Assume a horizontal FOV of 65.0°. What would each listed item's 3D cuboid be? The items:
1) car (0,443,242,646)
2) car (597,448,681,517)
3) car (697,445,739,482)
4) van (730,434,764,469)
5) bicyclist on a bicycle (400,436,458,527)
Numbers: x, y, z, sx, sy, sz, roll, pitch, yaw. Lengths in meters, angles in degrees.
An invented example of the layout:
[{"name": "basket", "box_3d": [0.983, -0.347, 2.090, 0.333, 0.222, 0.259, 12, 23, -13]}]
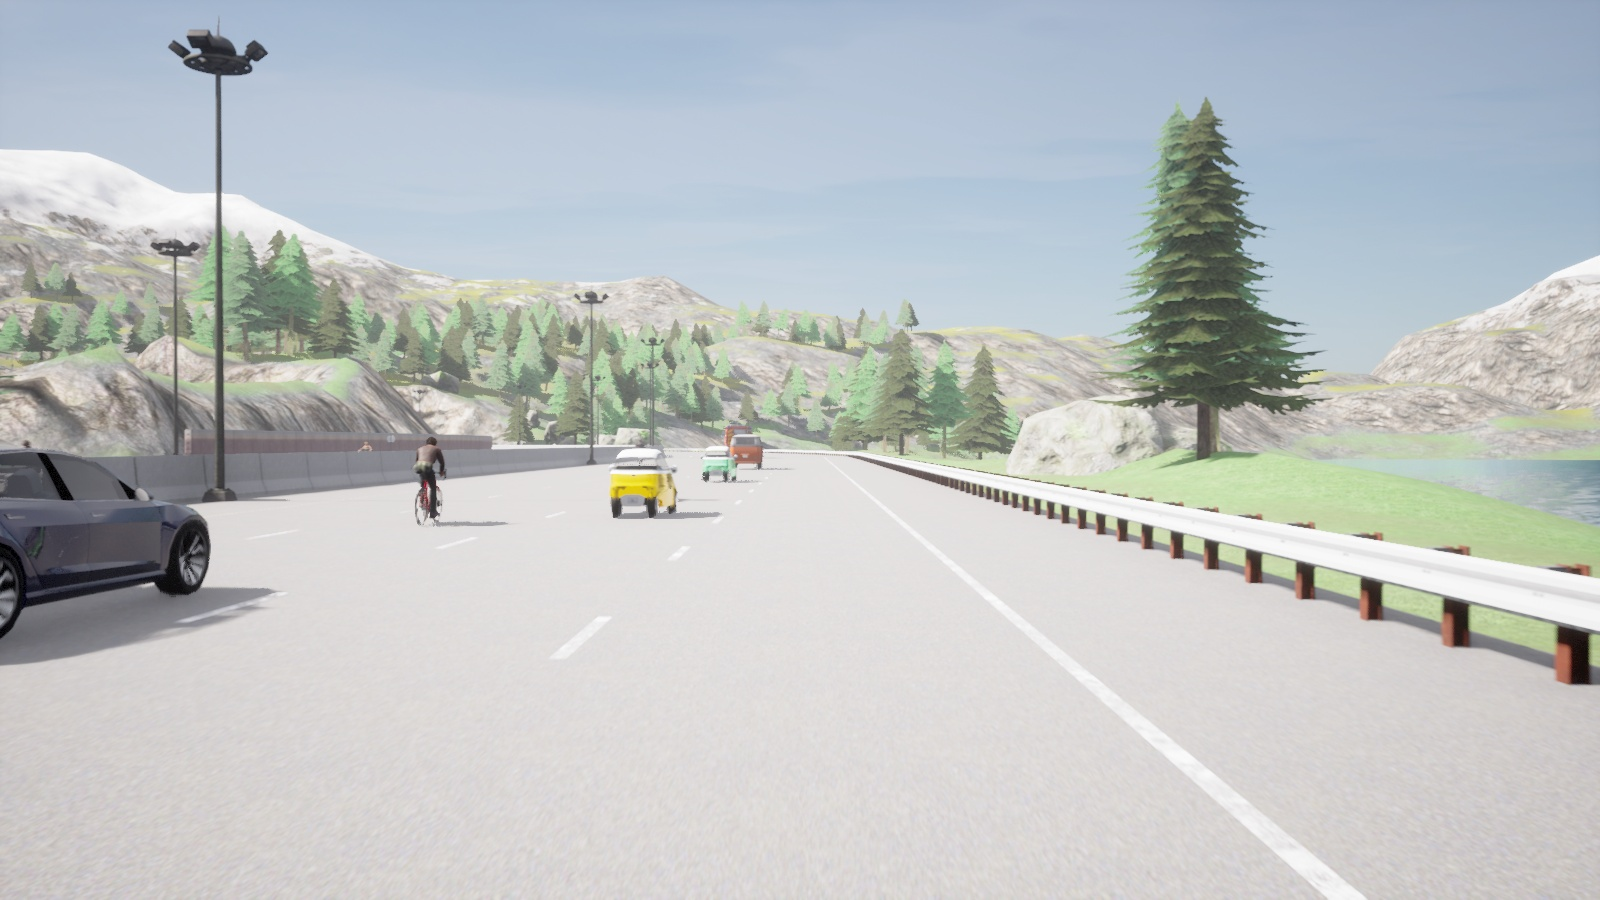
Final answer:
[{"name": "car", "box_3d": [-6.924, 0.680, 10.723, 2.163, 1.488, 4.792, 0, 0, 0]}, {"name": "car", "box_3d": [-3.334, 0.650, 26.294, 1.481, 1.376, 2.207, 0, 1, 0]}, {"name": "car", "box_3d": [-3.201, 0.521, 49.276, 1.481, 1.376, 2.207, 0, 1, 0]}, {"name": "van", "box_3d": [-3.064, 0.085, 73.093, 1.775, 1.987, 4.442, 0, 0, 0]}, {"name": "bicyclist on a bicycle", "box_3d": [-6.851, 0.563, 23.241, 0.582, 1.620, 1.656, 0, 0, 0]}]
